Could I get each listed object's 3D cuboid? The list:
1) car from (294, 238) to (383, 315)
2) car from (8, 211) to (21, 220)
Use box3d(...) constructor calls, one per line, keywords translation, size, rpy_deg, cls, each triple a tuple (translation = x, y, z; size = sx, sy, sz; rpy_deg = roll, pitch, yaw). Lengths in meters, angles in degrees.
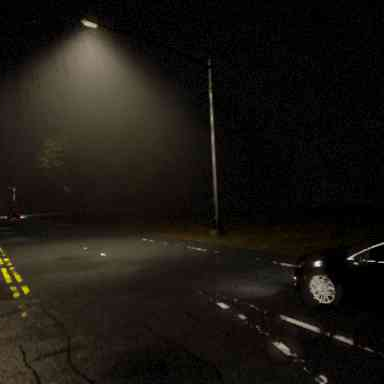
box3d(translation=(3.925, 1.343, 5.342), size=(1.837, 1.490, 4.892), rpy_deg=(-2, -1, -33), cls="car")
box3d(translation=(-34.364, 4.524, 64.296), size=(2.128, 1.511, 4.902), rpy_deg=(-2, -2, -33), cls="car")
